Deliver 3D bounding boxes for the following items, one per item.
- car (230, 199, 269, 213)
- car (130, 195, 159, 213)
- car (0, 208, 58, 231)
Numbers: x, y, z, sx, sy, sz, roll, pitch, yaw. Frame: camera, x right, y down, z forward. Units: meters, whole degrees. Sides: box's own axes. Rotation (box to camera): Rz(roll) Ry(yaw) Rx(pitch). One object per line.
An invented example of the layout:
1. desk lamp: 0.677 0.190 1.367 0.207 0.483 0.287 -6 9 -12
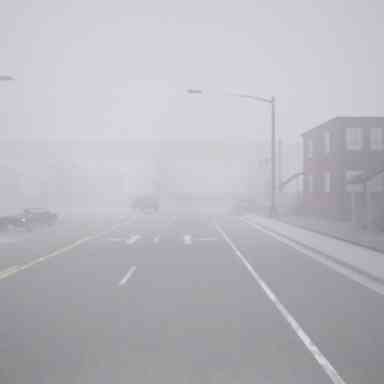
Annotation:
1. car: 7.005 1.573 40.237 4.553 1.767 2.097 0 0 -18
2. car: -5.991 1.446 41.792 2.150 2.045 5.566 1 -1 -29
3. car: -10.546 1.719 21.627 1.895 1.301 4.718 0 0 1
